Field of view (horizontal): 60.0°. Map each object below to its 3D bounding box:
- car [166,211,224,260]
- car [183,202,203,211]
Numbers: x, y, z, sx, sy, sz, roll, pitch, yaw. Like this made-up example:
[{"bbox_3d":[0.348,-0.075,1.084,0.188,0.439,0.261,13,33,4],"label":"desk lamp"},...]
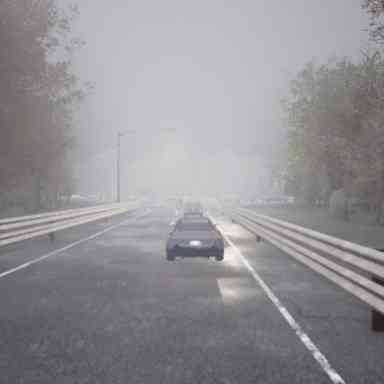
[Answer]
[{"bbox_3d":[0.107,1.626,12.726,1.994,1.385,4.181,0,0,0],"label":"car"},{"bbox_3d":[0.124,1.706,32.149,2.033,1.411,5.357,0,0,0],"label":"car"}]
